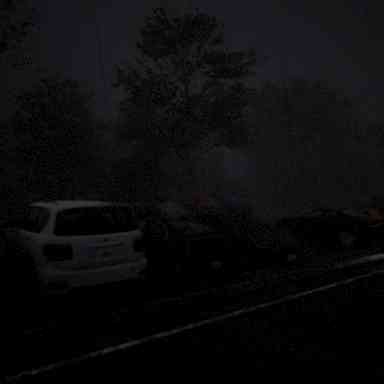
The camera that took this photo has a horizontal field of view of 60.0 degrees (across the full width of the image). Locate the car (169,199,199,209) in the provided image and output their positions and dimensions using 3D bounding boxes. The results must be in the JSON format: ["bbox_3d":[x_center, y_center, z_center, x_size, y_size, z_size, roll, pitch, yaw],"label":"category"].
[{"bbox_3d":[-1.860,1.492,25.203,2.002,1.452,4.674,0,0,-36],"label":"car"}]

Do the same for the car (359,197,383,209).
[{"bbox_3d":[25.556,1.482,44.576,1.946,1.575,5.366,0,0,-36],"label":"car"}]

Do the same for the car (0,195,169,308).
[{"bbox_3d":[-3.124,1.212,8.259,2.435,2.045,5.566,0,0,-36],"label":"car"}]

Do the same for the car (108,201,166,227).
[{"bbox_3d":[-4.023,1.453,23.653,2.097,1.535,5.008,0,0,-36],"label":"car"}]

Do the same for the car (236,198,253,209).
[{"bbox_3d":[2.686,1.204,28.421,2.435,2.045,5.566,0,0,-36],"label":"car"}]

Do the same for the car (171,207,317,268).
[{"bbox_3d":[1.470,1.483,11.472,2.163,1.488,4.792,0,0,-36],"label":"car"}]

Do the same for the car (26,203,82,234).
[{"bbox_3d":[-8.574,1.488,20.442,2.163,1.488,4.792,0,0,-36],"label":"car"}]

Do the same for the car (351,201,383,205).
[{"bbox_3d":[8.185,1.449,16.536,1.946,1.575,5.366,0,0,-36],"label":"car"}]

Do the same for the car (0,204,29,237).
[{"bbox_3d":[-10.806,1.494,18.775,2.163,1.488,4.792,0,0,-36],"label":"car"}]

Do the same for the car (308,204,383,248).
[{"bbox_3d":[6.018,1.450,14.753,2.097,1.535,5.008,0,0,-36],"label":"car"}]

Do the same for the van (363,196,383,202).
[{"bbox_3d":[12.922,1.232,19.551,1.878,1.987,4.442,0,0,-36],"label":"van"}]

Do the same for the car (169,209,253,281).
[{"bbox_3d":[-0.821,1.458,9.865,2.231,1.521,4.892,0,0,-35],"label":"car"}]

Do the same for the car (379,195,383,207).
[{"bbox_3d":[29.945,1.365,47.980,2.185,1.767,4.553,0,0,-36],"label":"car"}]

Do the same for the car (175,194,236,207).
[{"bbox_3d":[0.521,1.201,26.872,2.435,2.045,5.566,0,0,-36],"label":"car"}]

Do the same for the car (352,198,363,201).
[{"bbox_3d":[23.186,1.483,43.117,2.231,1.521,4.892,0,0,-36],"label":"car"}]
